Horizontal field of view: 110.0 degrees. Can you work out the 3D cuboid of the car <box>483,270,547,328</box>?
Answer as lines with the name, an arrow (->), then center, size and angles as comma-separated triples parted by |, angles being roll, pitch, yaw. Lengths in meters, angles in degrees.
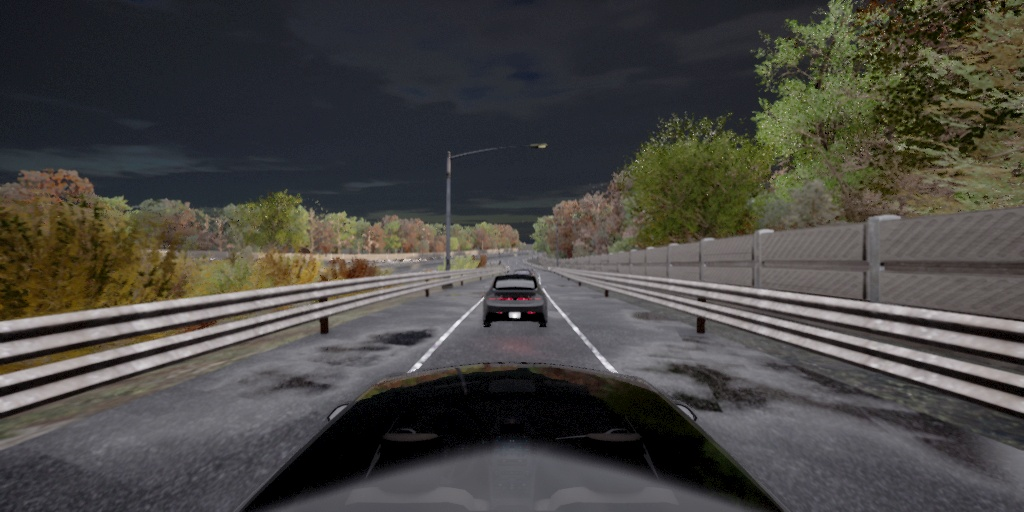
car -> 0.118, 1.354, 11.846 | 1.837, 1.490, 4.892 | 0, -1, 1

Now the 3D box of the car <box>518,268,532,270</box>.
car -> 0.936, 1.861, 30.985 | 2.033, 1.411, 5.357 | 0, -1, 3
